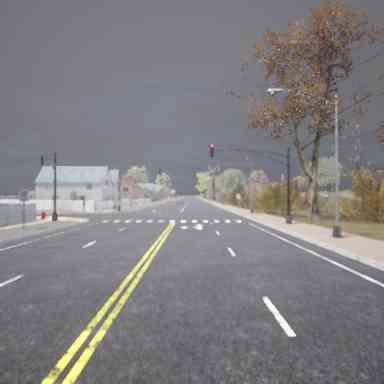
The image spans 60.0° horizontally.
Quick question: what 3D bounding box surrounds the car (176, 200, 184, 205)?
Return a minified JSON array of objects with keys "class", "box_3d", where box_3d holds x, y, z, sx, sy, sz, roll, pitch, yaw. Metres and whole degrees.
[{"class":"car","box_3d":[-3.264,2.837,91.909,2.033,1.411,5.357,0,-1,0]}]
